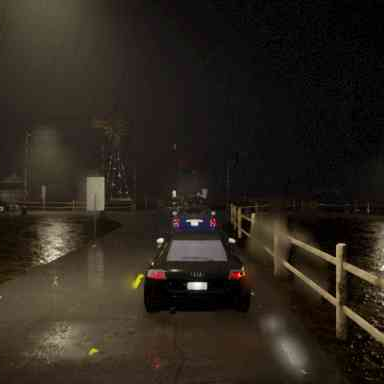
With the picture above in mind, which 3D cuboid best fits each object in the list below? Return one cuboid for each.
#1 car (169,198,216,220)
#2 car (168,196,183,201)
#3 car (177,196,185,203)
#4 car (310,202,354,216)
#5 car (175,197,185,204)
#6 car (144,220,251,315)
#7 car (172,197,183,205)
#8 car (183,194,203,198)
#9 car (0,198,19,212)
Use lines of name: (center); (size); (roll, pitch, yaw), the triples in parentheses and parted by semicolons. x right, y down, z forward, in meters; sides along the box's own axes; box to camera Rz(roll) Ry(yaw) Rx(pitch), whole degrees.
car: (0.104, 1.379, 16.321); (2.097, 1.767, 4.553); (0, 0, 0)
car: (-2.813, 1.677, 55.396); (2.128, 1.511, 4.902); (0, 0, 0)
car: (-2.700, 1.877, 85.280); (1.882, 1.535, 5.008); (0, 0, 0)
car: (15.772, 1.893, 37.612); (4.674, 1.442, 1.812); (1, -2, 0)
car: (-2.708, 1.874, 75.151); (1.994, 1.385, 4.181); (0, 0, 0)
car: (0.101, 1.573, 7.678); (1.994, 1.385, 4.181); (0, 0, 0)
car: (-2.757, 1.726, 65.200); (1.882, 1.535, 5.008); (0, 0, 1)
car: (0.664, 1.492, 47.335); (2.097, 1.767, 4.553); (1, 0, -14)
car: (-20.291, 1.289, 34.000); (4.892, 1.490, 1.837); (1, -2, 0)
